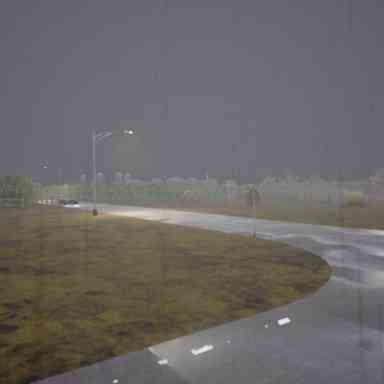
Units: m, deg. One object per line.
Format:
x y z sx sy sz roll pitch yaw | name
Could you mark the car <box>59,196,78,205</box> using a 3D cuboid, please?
-18.615 1.240 49.983 1.994 1.385 4.181 -1 1 -35 | car
